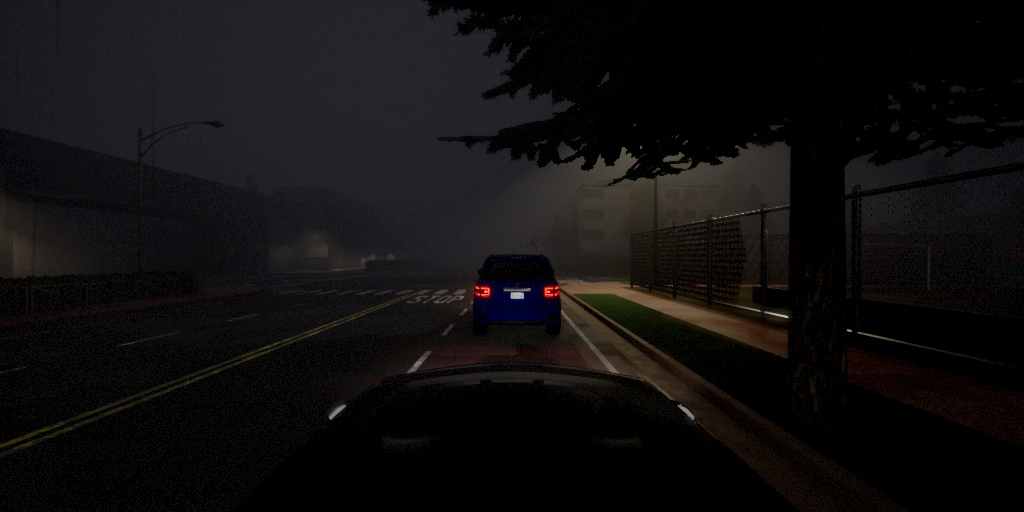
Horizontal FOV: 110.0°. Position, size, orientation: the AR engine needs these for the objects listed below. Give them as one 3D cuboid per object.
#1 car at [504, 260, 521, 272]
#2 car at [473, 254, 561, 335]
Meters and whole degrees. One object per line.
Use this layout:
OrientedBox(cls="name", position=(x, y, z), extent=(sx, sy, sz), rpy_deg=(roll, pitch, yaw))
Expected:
OrientedBox(cls="car", position=(0.071, 1.242, 46.453), extent=(2.128, 1.511, 4.902), rpy_deg=(0, 0, -1))
OrientedBox(cls="car", position=(0.125, 0.972, 10.636), extent=(2.150, 2.045, 5.566), rpy_deg=(0, 0, 0))
